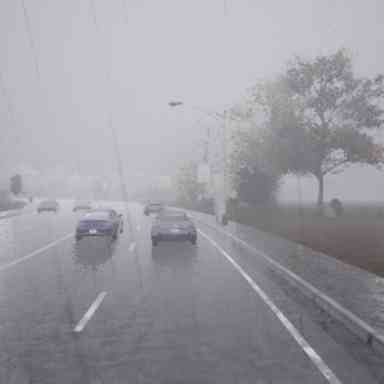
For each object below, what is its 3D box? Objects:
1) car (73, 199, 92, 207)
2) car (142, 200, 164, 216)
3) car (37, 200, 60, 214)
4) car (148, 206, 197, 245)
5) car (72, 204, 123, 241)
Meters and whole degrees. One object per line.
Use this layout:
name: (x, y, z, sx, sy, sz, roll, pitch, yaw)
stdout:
car: (-12.523, 1.567, 38.079, 1.812, 1.442, 4.674, 0, 0, -16)
car: (-3.882, 1.522, 33.197, 2.128, 1.511, 4.902, 0, 0, -12)
car: (-15.749, 1.591, 36.788, 2.033, 1.411, 5.357, 0, 0, -15)
car: (-0.931, 1.577, 15.759, 1.994, 1.385, 4.181, 0, 0, -6)
car: (-4.542, 1.546, 16.694, 1.812, 1.442, 4.674, 0, 0, -6)
